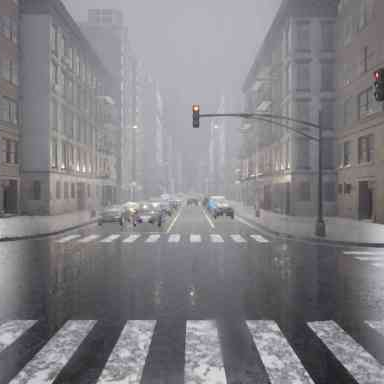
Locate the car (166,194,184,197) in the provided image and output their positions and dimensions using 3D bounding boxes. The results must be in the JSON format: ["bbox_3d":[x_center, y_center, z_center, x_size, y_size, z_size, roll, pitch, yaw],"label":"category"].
[{"bbox_3d":[-2.793,1.474,53.024,1.882,1.535,5.008,0,0,1],"label":"car"}]

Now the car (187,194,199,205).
[{"bbox_3d":[0.103,1.501,57.073,1.837,1.490,4.892,0,0,0],"label":"car"}]

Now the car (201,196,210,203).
[{"bbox_3d":[2.654,1.521,66.923,1.752,1.417,4.829,0,0,0],"label":"car"}]

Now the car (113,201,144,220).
[{"bbox_3d":[-5.393,1.523,28.740,1.752,1.417,4.829,0,0,0],"label":"car"}]

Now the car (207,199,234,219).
[{"bbox_3d":[2.641,1.548,28.910,2.008,1.369,4.403,0,0,0],"label":"car"}]

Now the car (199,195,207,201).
[{"bbox_3d":[2.660,1.539,82.973,1.887,1.381,4.507,0,0,0],"label":"car"}]

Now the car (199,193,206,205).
[{"bbox_3d":[2.649,1.311,50.535,2.192,1.841,5.009,0,0,0],"label":"car"}]

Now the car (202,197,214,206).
[{"bbox_3d":[2.650,1.562,55.942,1.947,1.339,4.313,0,0,0],"label":"car"}]

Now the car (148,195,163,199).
[{"bbox_3d":[-5.407,1.436,45.129,1.967,1.590,4.097,0,0,0],"label":"car"}]

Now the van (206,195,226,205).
[{"bbox_3d":[2.643,1.338,34.317,1.690,1.788,3.998,0,0,0],"label":"van"}]

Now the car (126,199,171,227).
[{"bbox_3d":[-2.847,1.490,22.872,2.128,1.511,4.902,0,0,0],"label":"car"}]

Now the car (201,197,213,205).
[{"bbox_3d":[2.652,1.546,61.348,2.008,1.369,4.403,0,0,0],"label":"car"}]

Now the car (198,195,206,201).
[{"bbox_3d":[2.661,1.560,88.379,1.947,1.339,4.313,0,0,0],"label":"car"}]

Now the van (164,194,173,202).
[{"bbox_3d":[-5.434,1.336,77.566,1.690,1.788,3.998,0,0,0],"label":"van"}]

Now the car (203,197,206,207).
[{"bbox_3d":[2.645,1.578,39.723,1.802,1.307,4.206,0,0,0],"label":"car"}]

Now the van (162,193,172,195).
[{"bbox_3d":[-5.425,1.337,66.753,1.690,1.788,3.998,0,0,0],"label":"van"}]

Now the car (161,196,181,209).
[{"bbox_3d":[-2.832,1.560,42.769,1.994,1.385,4.181,0,0,1],"label":"car"}]

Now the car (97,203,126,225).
[{"bbox_3d":[-5.389,1.549,23.504,2.008,1.369,4.403,0,0,0],"label":"car"}]

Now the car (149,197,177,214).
[{"bbox_3d":[-2.843,1.544,32.755,2.033,1.411,5.357,0,0,0],"label":"car"}]
